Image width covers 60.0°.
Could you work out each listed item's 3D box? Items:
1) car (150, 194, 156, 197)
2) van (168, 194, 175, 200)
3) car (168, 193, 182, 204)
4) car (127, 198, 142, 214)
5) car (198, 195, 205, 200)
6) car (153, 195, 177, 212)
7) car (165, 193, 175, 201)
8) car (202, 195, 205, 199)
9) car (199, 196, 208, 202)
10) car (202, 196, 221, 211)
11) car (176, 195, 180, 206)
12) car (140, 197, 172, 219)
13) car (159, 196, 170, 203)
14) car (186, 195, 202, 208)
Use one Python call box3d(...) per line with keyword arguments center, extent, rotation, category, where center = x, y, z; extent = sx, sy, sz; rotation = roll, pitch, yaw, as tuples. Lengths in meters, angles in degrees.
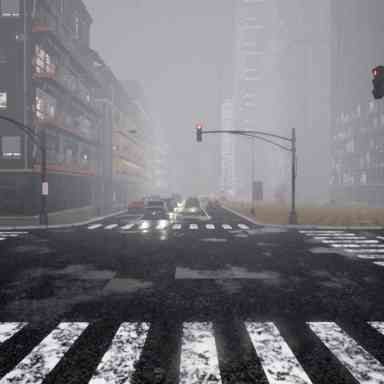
box3d(center=(-5.713, 1.436, 41.060), extent=(1.967, 1.590, 4.097), rotation=(-1, 0, 0), category="car")
box3d(center=(-5.728, 1.351, 91.900), extent=(1.690, 1.788, 3.998), rotation=(-1, 0, 0), category="van")
box3d(center=(-3.016, 1.218, 63.818), extent=(2.150, 2.045, 5.566), rotation=(0, 0, 0), category="car")
box3d(center=(-5.709, 1.540, 35.411), extent=(1.887, 1.381, 4.507), rotation=(-1, 0, 0), category="car")
box3d(center=(2.622, 1.535, 92.131), extent=(1.752, 1.417, 4.829), rotation=(-1, 0, 0), category="car")
box3d(center=(-3.105, 1.473, 38.928), extent=(1.882, 1.535, 5.008), rotation=(0, 0, 0), category="car")
box3d(center=(-5.727, 1.322, 86.252), extent=(2.192, 1.841, 5.009), rotation=(-1, 0, 0), category="car")
box3d(center=(2.630, 1.551, 63.715), extent=(2.008, 1.369, 4.403), rotation=(-1, 0, 0), category="car")
box3d(center=(2.627, 1.548, 75.014), extent=(1.887, 1.381, 4.507), rotation=(-1, 0, 0), category="car")
box3d(center=(2.636, 1.541, 41.120), extent=(1.887, 1.381, 4.507), rotation=(-1, 0, 0), category="car")
box3d(center=(-3.102, 1.522, 48.811), extent=(1.812, 1.442, 4.674), rotation=(0, 0, 0), category="car")
box3d(center=(-3.106, 1.501, 29.382), extent=(1.837, 1.490, 4.892), rotation=(0, 0, 0), category="car")
box3d(center=(-5.718, 1.584, 69.305), extent=(1.802, 1.307, 4.206), rotation=(-1, 0, 0), category="car")
box3d(center=(0.087, 1.474, 47.757), extent=(1.882, 1.535, 5.008), rotation=(0, 0, 0), category="car")
